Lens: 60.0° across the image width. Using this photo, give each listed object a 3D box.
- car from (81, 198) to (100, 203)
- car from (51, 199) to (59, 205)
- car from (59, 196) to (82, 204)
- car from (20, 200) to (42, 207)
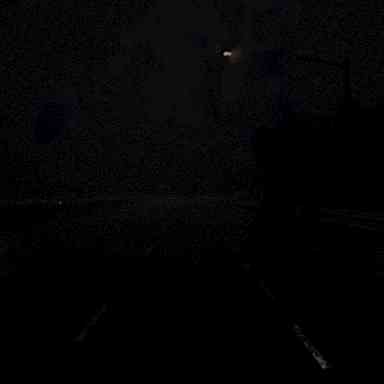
[{"bbox_3d":[-17.502,2.143,59.594,2.033,1.411,5.357,0,-1,1],"label":"car"},{"bbox_3d":[-24.488,1.972,61.988,2.097,1.767,4.553,0,-1,0],"label":"car"},{"bbox_3d":[-21.000,1.820,59.126,2.150,2.045,5.566,0,0,0],"label":"car"},{"bbox_3d":[-27.993,2.060,58.056,1.882,1.535,5.008,0,0,0],"label":"car"}]
